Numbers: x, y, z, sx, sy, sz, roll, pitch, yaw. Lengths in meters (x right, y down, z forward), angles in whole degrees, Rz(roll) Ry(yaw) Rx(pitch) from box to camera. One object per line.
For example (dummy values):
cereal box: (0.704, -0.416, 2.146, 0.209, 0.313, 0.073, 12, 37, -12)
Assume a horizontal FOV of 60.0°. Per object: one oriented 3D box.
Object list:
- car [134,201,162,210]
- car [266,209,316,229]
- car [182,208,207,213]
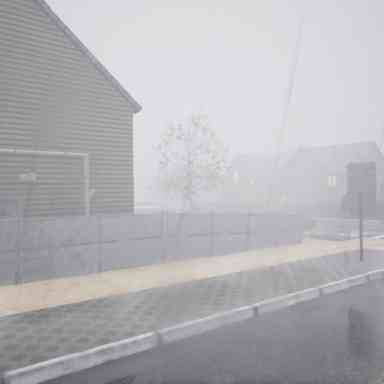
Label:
car: (-5.681, 2.063, 40.312, 2.150, 2.045, 5.566, -1, -1, -35)
car: (6.452, 1.907, 23.249, 1.994, 1.385, 4.181, -1, -1, -36)
car: (0.651, 2.182, 31.407, 1.895, 1.301, 4.718, -1, -1, -35)
